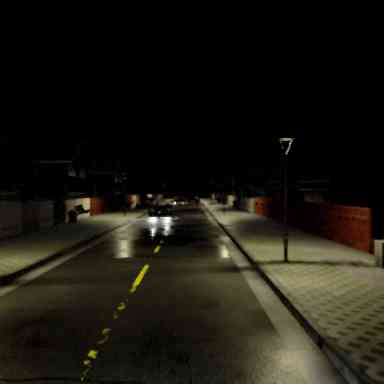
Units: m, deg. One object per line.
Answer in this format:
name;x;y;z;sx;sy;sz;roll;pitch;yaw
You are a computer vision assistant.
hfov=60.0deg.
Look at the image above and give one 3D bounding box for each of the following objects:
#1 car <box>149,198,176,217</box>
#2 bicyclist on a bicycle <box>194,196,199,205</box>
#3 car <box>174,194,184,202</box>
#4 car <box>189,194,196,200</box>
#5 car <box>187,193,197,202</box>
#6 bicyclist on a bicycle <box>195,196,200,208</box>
car;-2.833;1.567;30.999;1.994;1.385;4.181;0;0;0
bicyclist on a bicycle;0.785;1.420;55.714;0.866;1.612;1.509;0;0;0
car;-2.720;1.285;71.655;2.097;1.767;4.553;0;0;0
car;0.037;1.315;87.325;1.837;1.490;4.892;0;0;0
car;0.032;1.186;74.227;2.150;2.045;5.566;0;0;0
bicyclist on a bicycle;0.779;1.428;46.239;0.866;1.612;1.509;0;0;0
